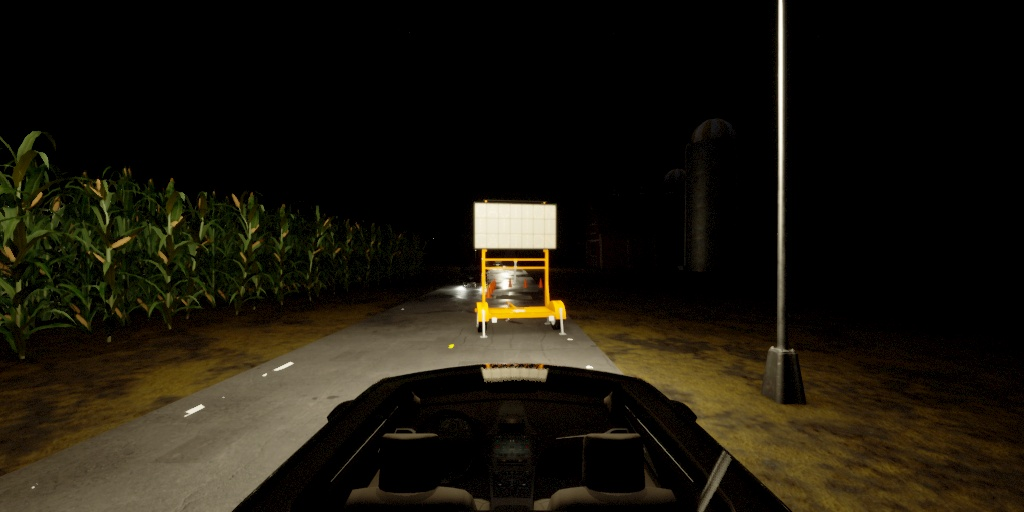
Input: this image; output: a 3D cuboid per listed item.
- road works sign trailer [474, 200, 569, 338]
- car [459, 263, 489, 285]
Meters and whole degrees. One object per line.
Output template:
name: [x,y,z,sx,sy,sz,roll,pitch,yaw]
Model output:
road works sign trailer: [0.076,0.219,10.317,2.380,3.560,2.880,0,0,-9]
car: [-2.800,1.280,27.129,1.882,1.535,5.008,0,0,0]
